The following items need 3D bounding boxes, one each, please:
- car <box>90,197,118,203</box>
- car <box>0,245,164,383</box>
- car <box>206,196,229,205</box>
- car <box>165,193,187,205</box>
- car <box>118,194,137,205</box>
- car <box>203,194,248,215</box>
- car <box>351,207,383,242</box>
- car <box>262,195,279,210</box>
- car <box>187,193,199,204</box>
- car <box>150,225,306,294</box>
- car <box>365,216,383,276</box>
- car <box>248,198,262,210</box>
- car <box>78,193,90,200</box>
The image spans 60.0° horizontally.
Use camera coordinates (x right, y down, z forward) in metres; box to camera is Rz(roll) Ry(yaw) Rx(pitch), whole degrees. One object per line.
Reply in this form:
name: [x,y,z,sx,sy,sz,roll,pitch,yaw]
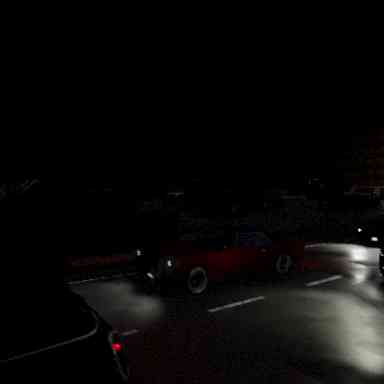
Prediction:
car: [-11.926,1.409,45.081,1.784,1.438,3.905,0,0,-35]
car: [-2.696,1.352,2.068,4.553,1.767,2.097,0,0,-36]
car: [4.247,1.426,56.493,1.970,1.475,3.806,0,0,-35]
car: [-3.592,1.186,72.335,1.905,1.878,3.866,0,0,-35]
car: [-9.520,1.197,46.695,1.932,1.855,4.605,0,0,-35]
car: [3.687,1.192,37.572,1.932,1.855,4.605,0,0,-35]
car: [9.625,1.536,15.141,5.357,1.411,2.033,0,0,-36]
car: [8.221,1.430,40.823,1.970,1.475,3.806,0,0,-35]
car: [-1.194,1.181,73.956,1.932,1.855,4.605,0,0,-35]
car: [0.849,1.597,8.898,4.718,1.301,1.895,0,0,-35]
car: [6.946,1.470,8.939,5.008,1.535,1.882,0,0,-36]
car: [5.853,1.401,39.158,1.784,1.438,3.905,0,0,-35]
car: [-19.619,1.200,61.012,1.905,1.878,3.866,0,0,-35]
